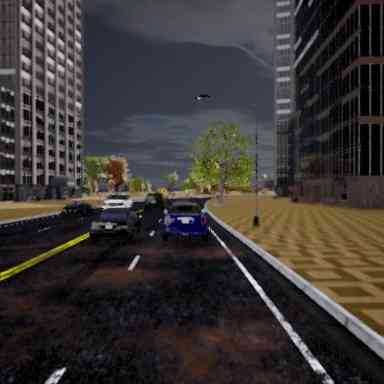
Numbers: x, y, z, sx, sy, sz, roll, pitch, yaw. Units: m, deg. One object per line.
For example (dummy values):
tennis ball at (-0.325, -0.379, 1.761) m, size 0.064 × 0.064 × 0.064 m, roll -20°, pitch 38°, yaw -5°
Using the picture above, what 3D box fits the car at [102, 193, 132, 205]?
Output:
car at (-7.486, 1.134, 33.810) m, size 2.150 × 2.045 × 5.566 m, roll 0°, pitch 0°, yaw 0°

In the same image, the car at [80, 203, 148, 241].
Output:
car at (-3.587, 1.502, 16.411) m, size 2.033 × 1.411 × 5.357 m, roll 0°, pitch 0°, yaw -2°

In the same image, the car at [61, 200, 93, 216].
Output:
car at (-10.702, 1.488, 31.220) m, size 1.994 × 1.385 × 4.181 m, roll 0°, pitch 0°, yaw -1°

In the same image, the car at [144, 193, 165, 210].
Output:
car at (-4.063, 1.116, 37.766) m, size 2.150 × 2.045 × 5.566 m, roll 0°, pitch 0°, yaw 0°

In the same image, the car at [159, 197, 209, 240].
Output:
car at (-0.363, 1.300, 16.733) m, size 2.097 × 1.767 × 4.553 m, roll 0°, pitch 0°, yaw -2°

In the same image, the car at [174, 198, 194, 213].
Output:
car at (-0.822, 1.438, 37.096) m, size 2.033 × 1.411 × 5.357 m, roll 0°, pitch 0°, yaw 0°
